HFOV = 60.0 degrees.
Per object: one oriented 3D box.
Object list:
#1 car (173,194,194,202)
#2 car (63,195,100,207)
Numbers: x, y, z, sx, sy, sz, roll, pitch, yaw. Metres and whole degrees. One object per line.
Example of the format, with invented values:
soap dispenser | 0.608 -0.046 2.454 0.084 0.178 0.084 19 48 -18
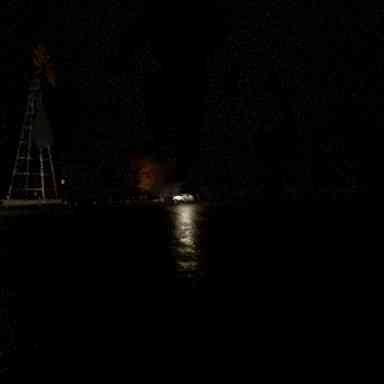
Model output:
car | -1.549 1.124 60.816 1.812 1.442 4.674 1 1 39
car | -14.625 1.163 44.198 1.837 1.490 4.892 1 1 38
